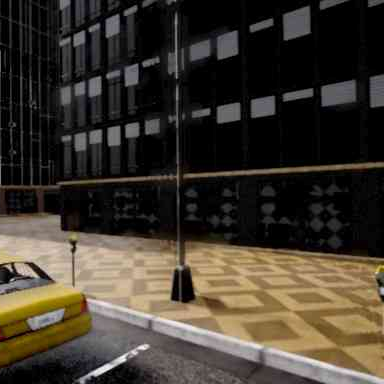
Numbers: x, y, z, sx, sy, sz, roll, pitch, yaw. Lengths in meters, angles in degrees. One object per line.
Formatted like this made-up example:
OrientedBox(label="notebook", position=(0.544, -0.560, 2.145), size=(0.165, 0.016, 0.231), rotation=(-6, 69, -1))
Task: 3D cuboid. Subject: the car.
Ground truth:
OrientedBox(label="car", position=(-3.707, 1.594, 5.529), size=(4.829, 1.417, 1.752), rotation=(-1, -1, 36))
